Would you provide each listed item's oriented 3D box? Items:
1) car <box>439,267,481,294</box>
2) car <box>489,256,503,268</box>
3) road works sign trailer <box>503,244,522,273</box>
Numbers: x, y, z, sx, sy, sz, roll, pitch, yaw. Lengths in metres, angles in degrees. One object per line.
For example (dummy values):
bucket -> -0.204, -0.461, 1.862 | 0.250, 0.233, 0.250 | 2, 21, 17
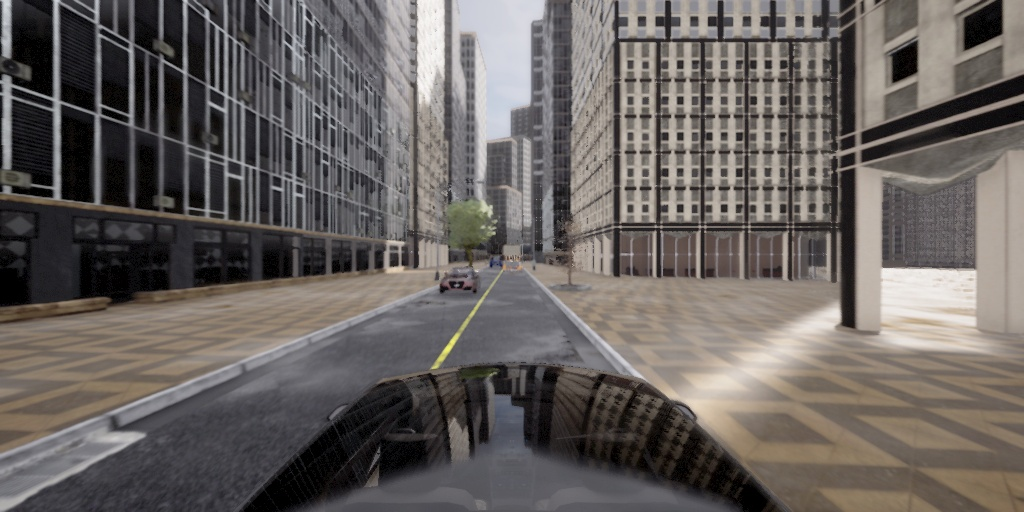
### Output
car -> -2.849, 1.329, 20.440 | 1.994, 1.385, 4.181 | 0, 0, 0
car -> -2.772, 1.079, 63.146 | 2.150, 2.045, 5.566 | 0, 0, 0
road works sign trailer -> -0.003, 0.277, 45.851 | 2.380, 3.560, 2.880 | 0, 0, 0
